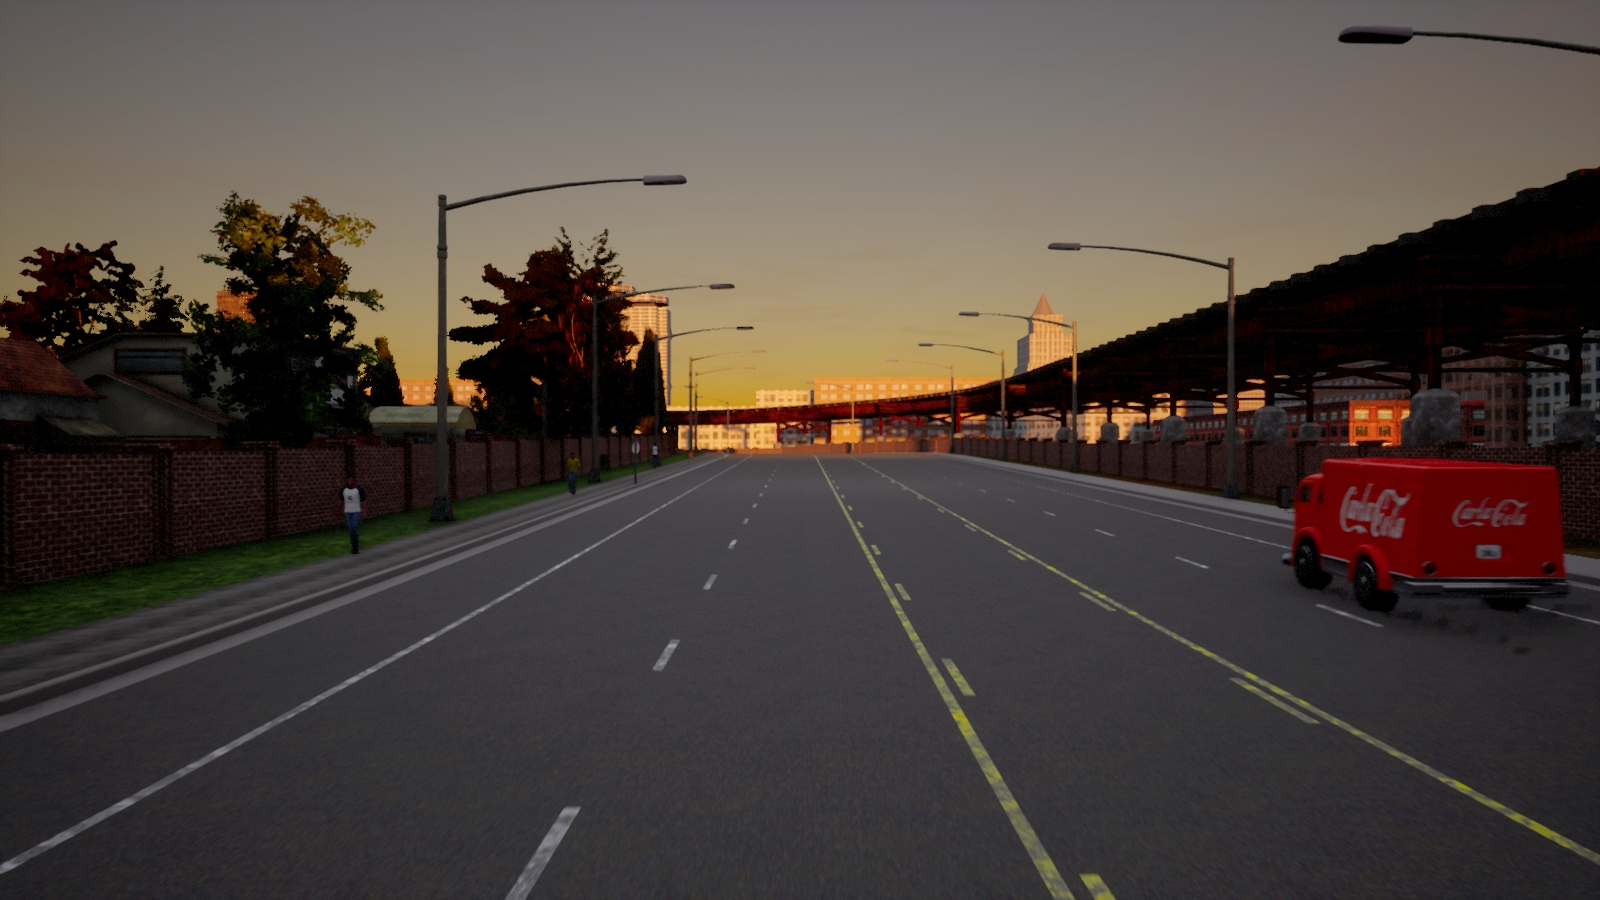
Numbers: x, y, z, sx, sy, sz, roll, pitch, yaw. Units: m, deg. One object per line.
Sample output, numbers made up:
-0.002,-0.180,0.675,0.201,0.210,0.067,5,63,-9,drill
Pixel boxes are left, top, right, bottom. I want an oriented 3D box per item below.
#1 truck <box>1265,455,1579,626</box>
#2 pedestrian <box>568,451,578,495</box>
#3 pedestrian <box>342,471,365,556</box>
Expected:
10.503,1.388,19.951,2.627,2.467,5.204,0,1,0,truck
-9.646,0.971,48.509,0.375,1.860,0.375,0,0,-1,pedestrian
-9.952,1.411,25.498,0.375,1.860,0.375,0,0,-2,pedestrian
